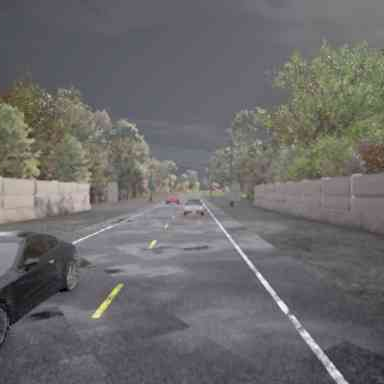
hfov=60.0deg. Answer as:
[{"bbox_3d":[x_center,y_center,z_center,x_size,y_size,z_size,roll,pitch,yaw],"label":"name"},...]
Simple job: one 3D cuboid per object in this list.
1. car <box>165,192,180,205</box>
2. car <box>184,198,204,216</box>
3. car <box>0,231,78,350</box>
[{"bbox_3d":[-3.254,1.089,55.963,2.150,2.045,5.566,0,0,1],"label":"car"},{"bbox_3d":[0.178,1.532,32.173,1.895,1.301,4.718,0,0,1],"label":"car"},{"bbox_3d":[-3.571,1.512,6.137,1.812,1.442,4.674,0,0,0],"label":"car"}]
